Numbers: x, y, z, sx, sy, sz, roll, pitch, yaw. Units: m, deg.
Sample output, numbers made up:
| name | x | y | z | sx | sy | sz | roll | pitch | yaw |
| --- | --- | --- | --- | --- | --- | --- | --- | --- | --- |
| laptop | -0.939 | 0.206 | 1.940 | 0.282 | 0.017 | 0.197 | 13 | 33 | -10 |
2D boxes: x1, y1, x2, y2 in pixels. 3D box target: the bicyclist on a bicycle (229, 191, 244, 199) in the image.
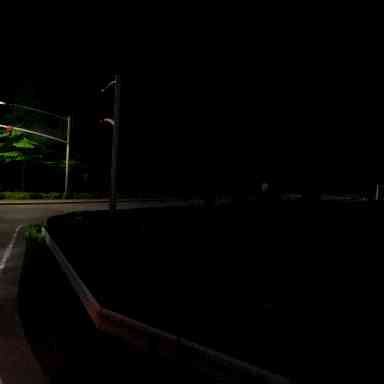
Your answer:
| name | x | y | z | sx | sy | sz | roll | pitch | yaw |
| --- | --- | --- | --- | --- | --- | --- | --- | --- | --- |
| bicyclist on a bicycle | 4.423 | 0.694 | 31.886 | 1.656 | 1.620 | 0.582 | 41 | 23 | 28 |

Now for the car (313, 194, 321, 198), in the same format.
| name | x | y | z | sx | sy | sz | roll | pitch | yaw |
| --- | --- | --- | --- | --- | --- | --- | --- | --- | --- |
| car | 21.981 | 0.693 | 60.341 | 1.837 | 1.490 | 4.892 | 5 | 3 | 37 |

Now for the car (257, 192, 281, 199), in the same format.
| name | x | y | z | sx | sy | sz | roll | pitch | yaw |
| --- | --- | --- | --- | --- | --- | --- | --- | --- | --- |
| car | 10.607 | 0.723 | 45.503 | 2.128 | 1.511 | 4.902 | 5 | 3 | 38 |
